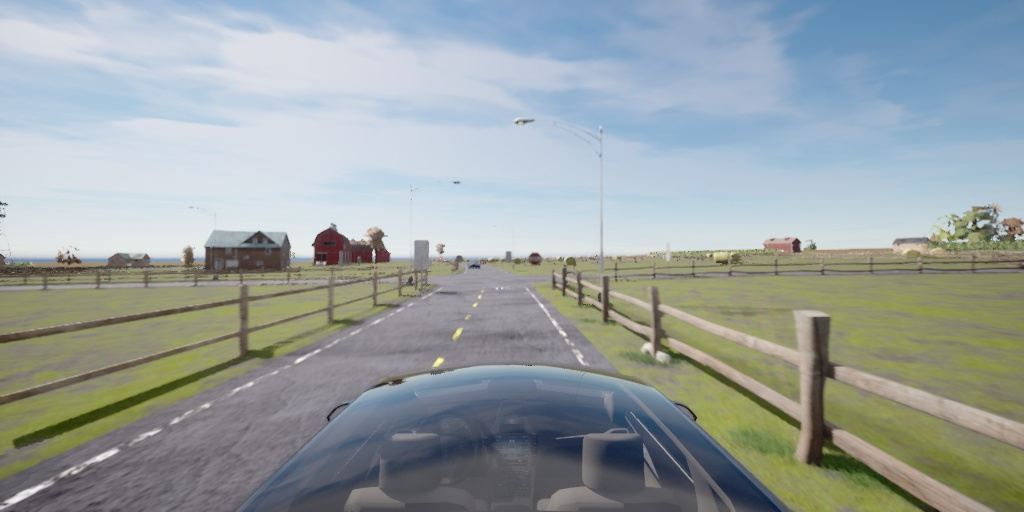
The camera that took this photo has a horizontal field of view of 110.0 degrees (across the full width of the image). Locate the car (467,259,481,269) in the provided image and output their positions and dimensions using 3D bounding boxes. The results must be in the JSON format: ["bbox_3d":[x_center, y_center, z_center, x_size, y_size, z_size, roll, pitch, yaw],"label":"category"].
[{"bbox_3d":[-6.741,1.440,64.768,2.097,1.767,4.553,0,-1,-7],"label":"car"}]

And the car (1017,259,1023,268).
[{"bbox_3d":[48.952,0.410,32.146,5.008,1.535,1.882,-1,0,9],"label":"car"}]
